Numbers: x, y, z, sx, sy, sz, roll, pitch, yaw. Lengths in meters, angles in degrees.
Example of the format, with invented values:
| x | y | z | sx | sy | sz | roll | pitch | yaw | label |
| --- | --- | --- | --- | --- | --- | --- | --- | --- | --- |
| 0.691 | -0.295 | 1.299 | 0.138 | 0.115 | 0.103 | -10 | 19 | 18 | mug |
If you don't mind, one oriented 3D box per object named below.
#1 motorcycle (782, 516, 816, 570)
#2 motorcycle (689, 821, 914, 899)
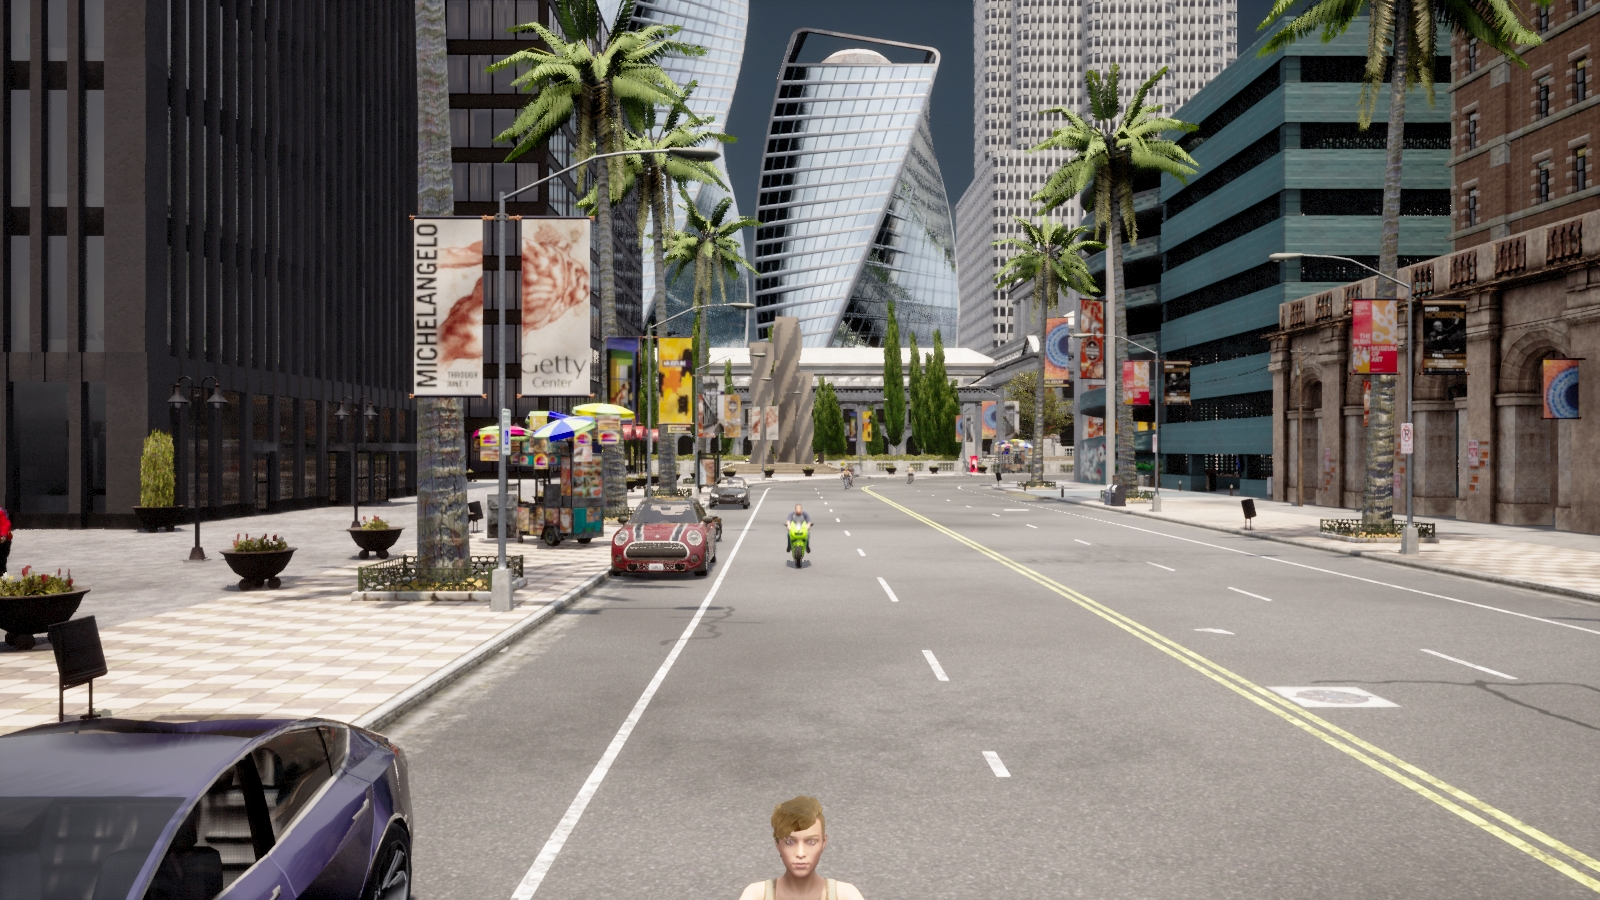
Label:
| x | y | z | sx | sy | sz | roll | pitch | yaw | label |
| --- | --- | --- | --- | --- | --- | --- | --- | --- | --- |
| -0.029 | 2.224 | 27.629 | 0.803 | 1.145 | 2.033 | 0 | 0 | 0 | motorcycle |
| 0.005 | 2.172 | 3.546 | 0.764 | 1.277 | 2.356 | 0 | 0 | 0 | motorcycle |
